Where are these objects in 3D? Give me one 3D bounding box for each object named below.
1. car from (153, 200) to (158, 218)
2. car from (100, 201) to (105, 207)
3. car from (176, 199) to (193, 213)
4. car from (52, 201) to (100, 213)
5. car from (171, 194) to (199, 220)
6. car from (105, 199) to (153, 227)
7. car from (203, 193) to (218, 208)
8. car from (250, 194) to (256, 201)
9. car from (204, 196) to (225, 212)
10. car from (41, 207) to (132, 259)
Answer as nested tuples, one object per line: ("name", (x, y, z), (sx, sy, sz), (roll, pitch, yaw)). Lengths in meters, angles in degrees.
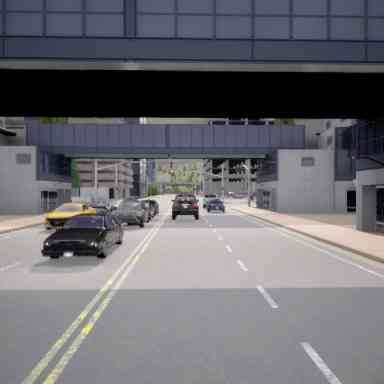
("car", (-4.145, 1.526, 27.455), (1.812, 1.442, 4.674), (0, 0, -1))
("car", (-7.644, 1.471, 27.368), (1.994, 1.385, 4.181), (0, 0, -1))
("car", (-0.828, 1.526, 37.908), (1.812, 1.442, 4.674), (0, 0, -1))
("car", (-7.581, 1.477, 21.091), (1.882, 1.535, 5.008), (0, 0, -1))
("car", (-0.564, 1.221, 28.211), (2.150, 2.045, 5.566), (0, 0, -1))
("car", (-4.111, 1.352, 22.416), (2.097, 1.767, 4.553), (0, 0, -1))
("car", (2.821, 1.221, 47.498), (2.150, 2.045, 5.566), (0, 0, 8))
("car", (14.742, 1.153, 77.916), (1.932, 1.855, 4.605), (0, 0, -2))
("car", (2.668, 1.526, 37.992), (1.812, 1.442, 4.674), (0, 0, -1))
("car", (-3.886, 1.547, 12.920), (2.033, 1.411, 5.357), (0, 0, -2))
